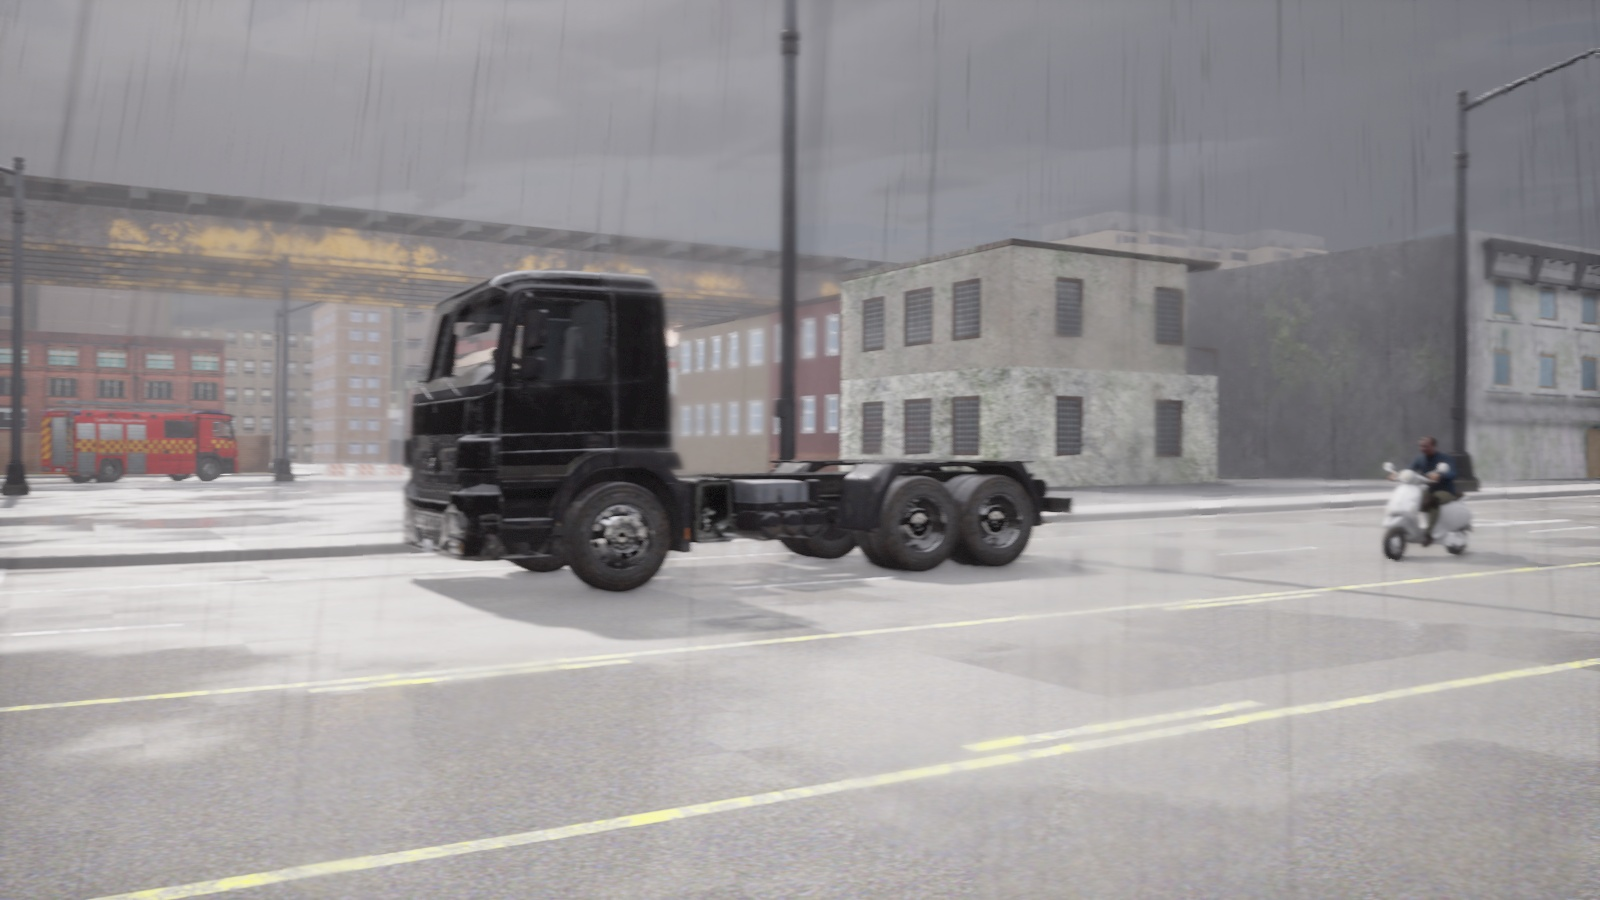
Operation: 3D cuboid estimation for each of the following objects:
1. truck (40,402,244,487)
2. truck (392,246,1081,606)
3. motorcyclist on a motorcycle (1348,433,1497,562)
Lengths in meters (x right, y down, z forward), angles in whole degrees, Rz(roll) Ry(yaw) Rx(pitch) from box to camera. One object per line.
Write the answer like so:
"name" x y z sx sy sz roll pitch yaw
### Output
"truck" -31.706 -0.217 60.966 2.891 3.827 8.468 0 0 31
"truck" -0.566 -0.260 15.344 7.936 3.462 2.891 -1 0 -30
"motorcyclist on a motorcycle" 8.111 0.585 16.352 1.817 1.590 0.866 -1 0 -30
